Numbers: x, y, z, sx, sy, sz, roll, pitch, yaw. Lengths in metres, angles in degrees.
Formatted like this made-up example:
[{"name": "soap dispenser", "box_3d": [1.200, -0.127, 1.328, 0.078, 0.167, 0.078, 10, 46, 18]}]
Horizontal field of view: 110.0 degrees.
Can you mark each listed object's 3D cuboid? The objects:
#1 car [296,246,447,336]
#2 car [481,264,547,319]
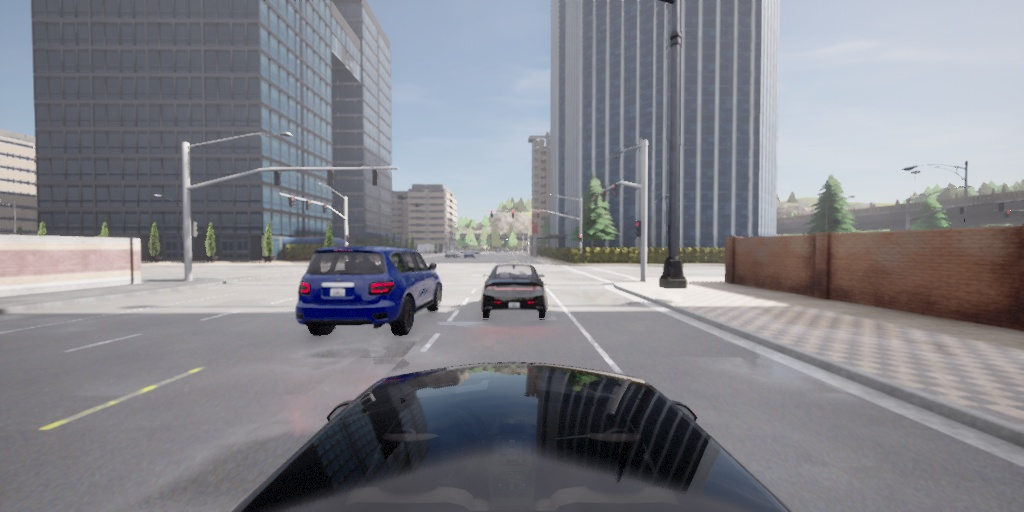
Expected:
[{"name": "car", "box_3d": [-3.438, 0.779, 9.777, 2.150, 2.045, 5.566, 0, 1, 0]}, {"name": "car", "box_3d": [0.061, 1.009, 11.643, 2.128, 1.511, 4.902, 0, 1, 0]}]
